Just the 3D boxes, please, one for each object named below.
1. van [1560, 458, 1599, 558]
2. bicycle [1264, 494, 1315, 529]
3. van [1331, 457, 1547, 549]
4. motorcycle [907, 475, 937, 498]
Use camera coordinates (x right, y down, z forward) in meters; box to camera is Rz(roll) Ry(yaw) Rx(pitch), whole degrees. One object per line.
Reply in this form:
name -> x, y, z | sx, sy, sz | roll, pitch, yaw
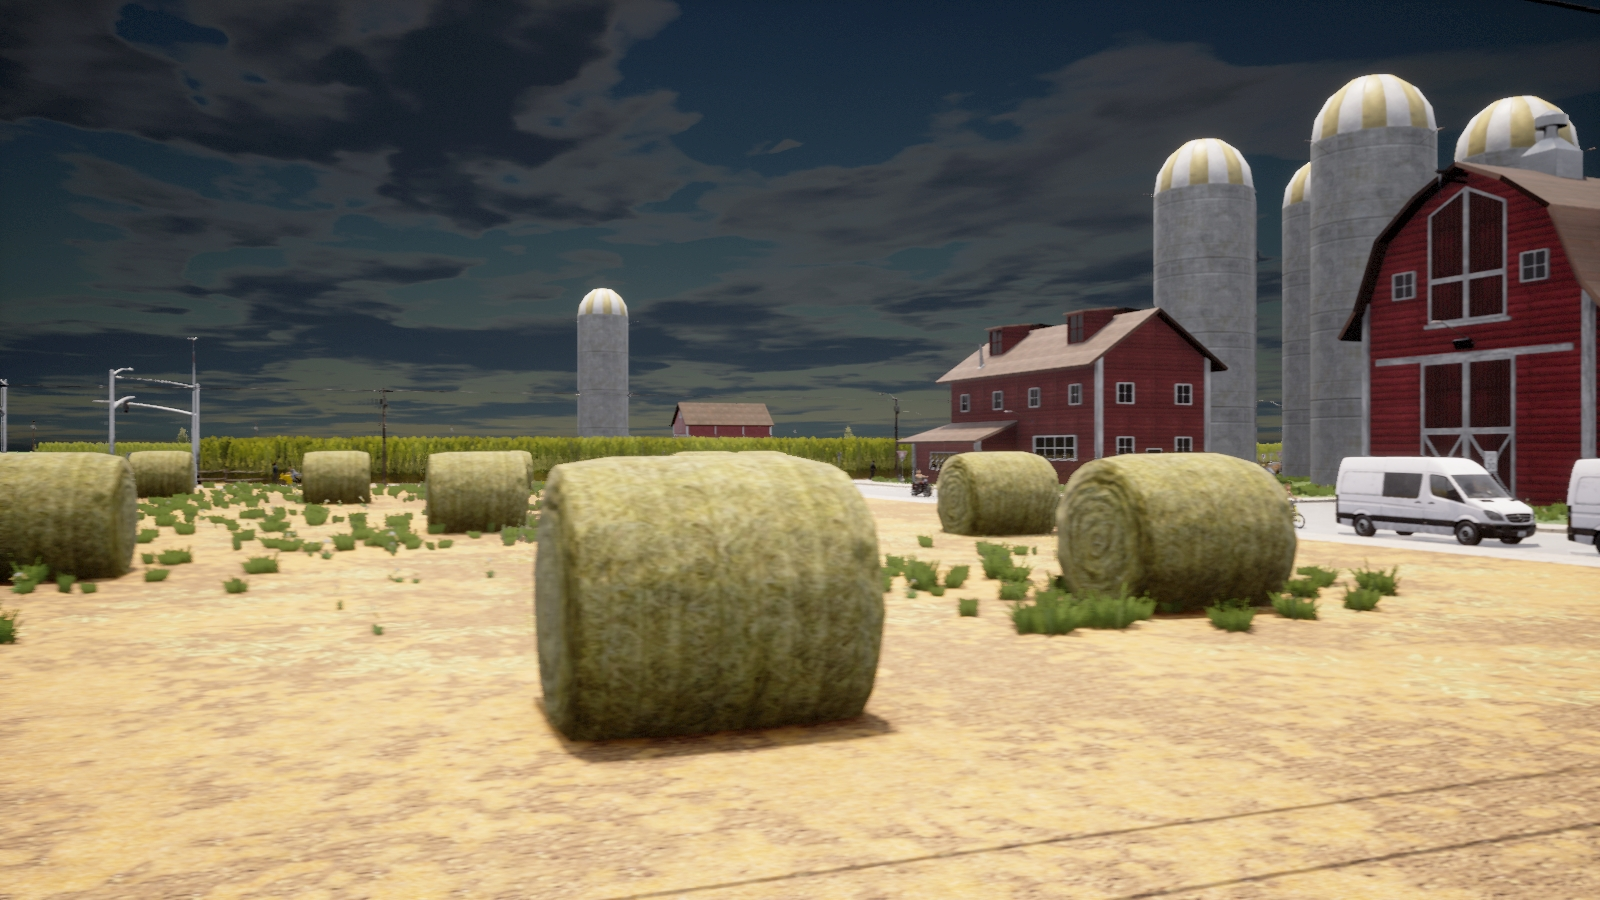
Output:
van -> 22.240, 1.504, 28.018 | 1.988, 2.561, 5.915 | 0, 0, -21
bicycle -> 17.397, 2.181, 40.648 | 0.859, 1.176, 1.487 | 0, 0, -21
van -> 19.473, 1.508, 35.229 | 1.988, 2.561, 5.915 | 0, 0, -21
motorcycle -> 7.153, 2.128, 67.345 | 0.764, 1.307, 2.356 | 0, 0, -21
